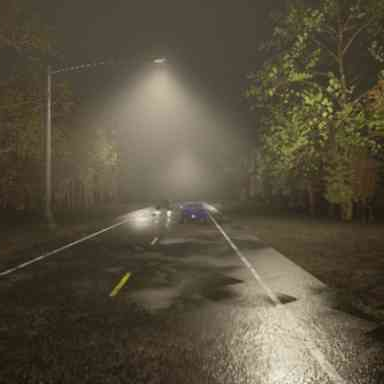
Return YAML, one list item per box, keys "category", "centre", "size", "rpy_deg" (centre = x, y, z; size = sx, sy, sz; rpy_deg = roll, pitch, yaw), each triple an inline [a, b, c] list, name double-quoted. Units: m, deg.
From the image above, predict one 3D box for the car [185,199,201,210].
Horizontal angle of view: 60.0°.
- category: "car"
  centre: [0.108, 1.639, 45.131]
  size: [2.033, 1.411, 5.357]
  rpy_deg: [0, 0, 0]

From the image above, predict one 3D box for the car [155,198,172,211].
- category: "car"
  centre: [-3.574, 1.592, 42.543]
  size: [1.837, 1.490, 4.892]
  rpy_deg: [0, 0, 0]

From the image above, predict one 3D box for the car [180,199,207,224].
- category: "car"
  centre: [0.104, 1.533, 25.628]
  size: [1.882, 1.535, 5.008]
  rpy_deg: [0, 0, 0]
